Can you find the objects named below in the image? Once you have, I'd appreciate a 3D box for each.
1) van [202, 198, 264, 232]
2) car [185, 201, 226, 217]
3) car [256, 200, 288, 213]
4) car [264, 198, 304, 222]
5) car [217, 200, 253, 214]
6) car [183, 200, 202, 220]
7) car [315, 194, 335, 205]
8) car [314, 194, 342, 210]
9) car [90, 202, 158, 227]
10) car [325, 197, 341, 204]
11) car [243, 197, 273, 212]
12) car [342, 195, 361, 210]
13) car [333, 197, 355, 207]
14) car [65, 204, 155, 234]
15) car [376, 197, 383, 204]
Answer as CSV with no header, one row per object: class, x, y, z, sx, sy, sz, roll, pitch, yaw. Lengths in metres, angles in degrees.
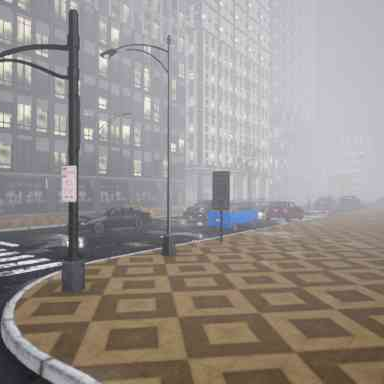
van,2.601,1.368,20.264,1.690,1.788,3.998,0,0,38
car,1.316,1.604,31.700,1.802,1.307,4.206,0,0,38
car,9.083,1.597,37.725,1.994,1.385,4.181,0,0,38
car,7.561,1.472,26.894,1.967,1.590,4.097,0,0,38
car,4.708,1.571,36.110,1.887,1.381,4.507,0,0,38
car,1.253,1.375,27.567,2.097,1.767,4.553,0,0,38
car,25.063,1.381,62.569,2.192,1.841,5.009,0,0,38
car,17.940,1.400,44.430,2.097,1.767,4.553,0,0,38
car,-4.790,1.540,23.975,1.752,1.417,4.829,0,0,38
car,28.455,1.624,66.978,2.008,1.369,4.403,0,0,38
car,8.101,1.471,40.520,1.967,1.590,4.097,0,0,38
car,21.131,1.368,44.534,2.192,1.841,5.009,0,0,38
car,23.991,1.552,52.291,2.128,1.511,4.902,0,0,37
car,-4.723,1.564,19.806,2.033,1.411,5.357,0,0,38
car,38.092,1.658,66.582,1.947,1.339,4.313,0,0,38
